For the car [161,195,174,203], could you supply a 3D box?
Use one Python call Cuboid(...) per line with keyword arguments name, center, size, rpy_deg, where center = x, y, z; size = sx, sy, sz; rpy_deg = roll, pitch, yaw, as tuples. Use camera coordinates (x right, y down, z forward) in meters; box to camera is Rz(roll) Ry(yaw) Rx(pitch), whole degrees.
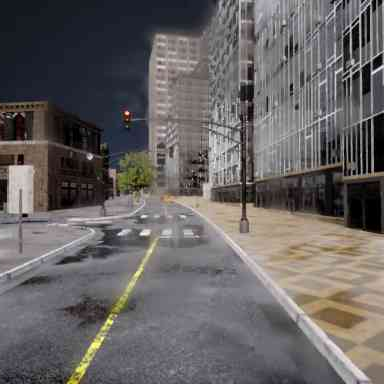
Cuboid(name="car", center=(-4.847, 1.465, 68.185), size=(1.882, 1.535, 5.008), rpy_deg=(0, 0, -8))
